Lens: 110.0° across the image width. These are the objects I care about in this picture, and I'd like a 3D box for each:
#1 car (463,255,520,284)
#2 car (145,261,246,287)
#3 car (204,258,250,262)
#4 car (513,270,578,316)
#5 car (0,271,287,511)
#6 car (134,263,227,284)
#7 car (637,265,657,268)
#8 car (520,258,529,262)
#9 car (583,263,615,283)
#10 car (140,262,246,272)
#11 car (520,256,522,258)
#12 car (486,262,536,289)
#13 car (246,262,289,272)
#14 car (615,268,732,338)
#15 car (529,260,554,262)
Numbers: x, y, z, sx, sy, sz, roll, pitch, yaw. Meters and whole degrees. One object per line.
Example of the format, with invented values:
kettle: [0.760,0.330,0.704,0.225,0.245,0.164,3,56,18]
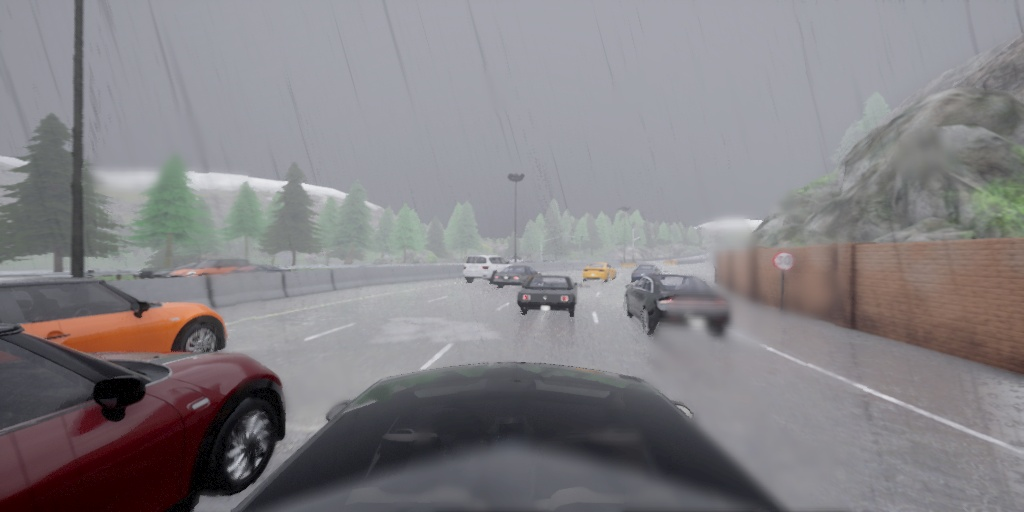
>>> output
car: [-1.622,0.974,26.989,2.150,2.045,5.566,0,0,22]
car: [-21.124,1.135,24.272,1.837,1.490,4.892,0,0,16]
car: [-18.115,1.000,21.952,2.097,1.767,4.553,0,0,15]
car: [1.508,1.366,13.530,1.895,1.301,4.718,0,0,12]
car: [-3.243,1.082,1.642,2.097,1.767,4.553,0,0,0]
car: [-24.170,1.213,26.402,1.895,1.301,4.718,0,0,17]
car: [10.800,1.394,28.631,1.994,1.385,4.181,0,0,27]
car: [2.587,1.396,59.446,1.994,1.385,4.181,0,0,39]
car: [7.251,1.286,29.406,1.882,1.535,5.008,0,0,27]
car: [-6.605,1.063,5.030,2.097,1.767,4.553,0,0,3]
car: [-0.166,1.054,61.605,2.150,2.045,5.566,0,0,39]
car: [0.515,1.311,22.944,2.033,1.411,5.357,0,0,20]
car: [-14.831,1.231,20.729,1.994,1.385,4.181,0,0,15]
car: [4.486,1.274,10.353,2.128,1.511,4.902,0,0,9]
car: [5.305,1.211,57.240,1.895,1.301,4.718,0,0,39]
